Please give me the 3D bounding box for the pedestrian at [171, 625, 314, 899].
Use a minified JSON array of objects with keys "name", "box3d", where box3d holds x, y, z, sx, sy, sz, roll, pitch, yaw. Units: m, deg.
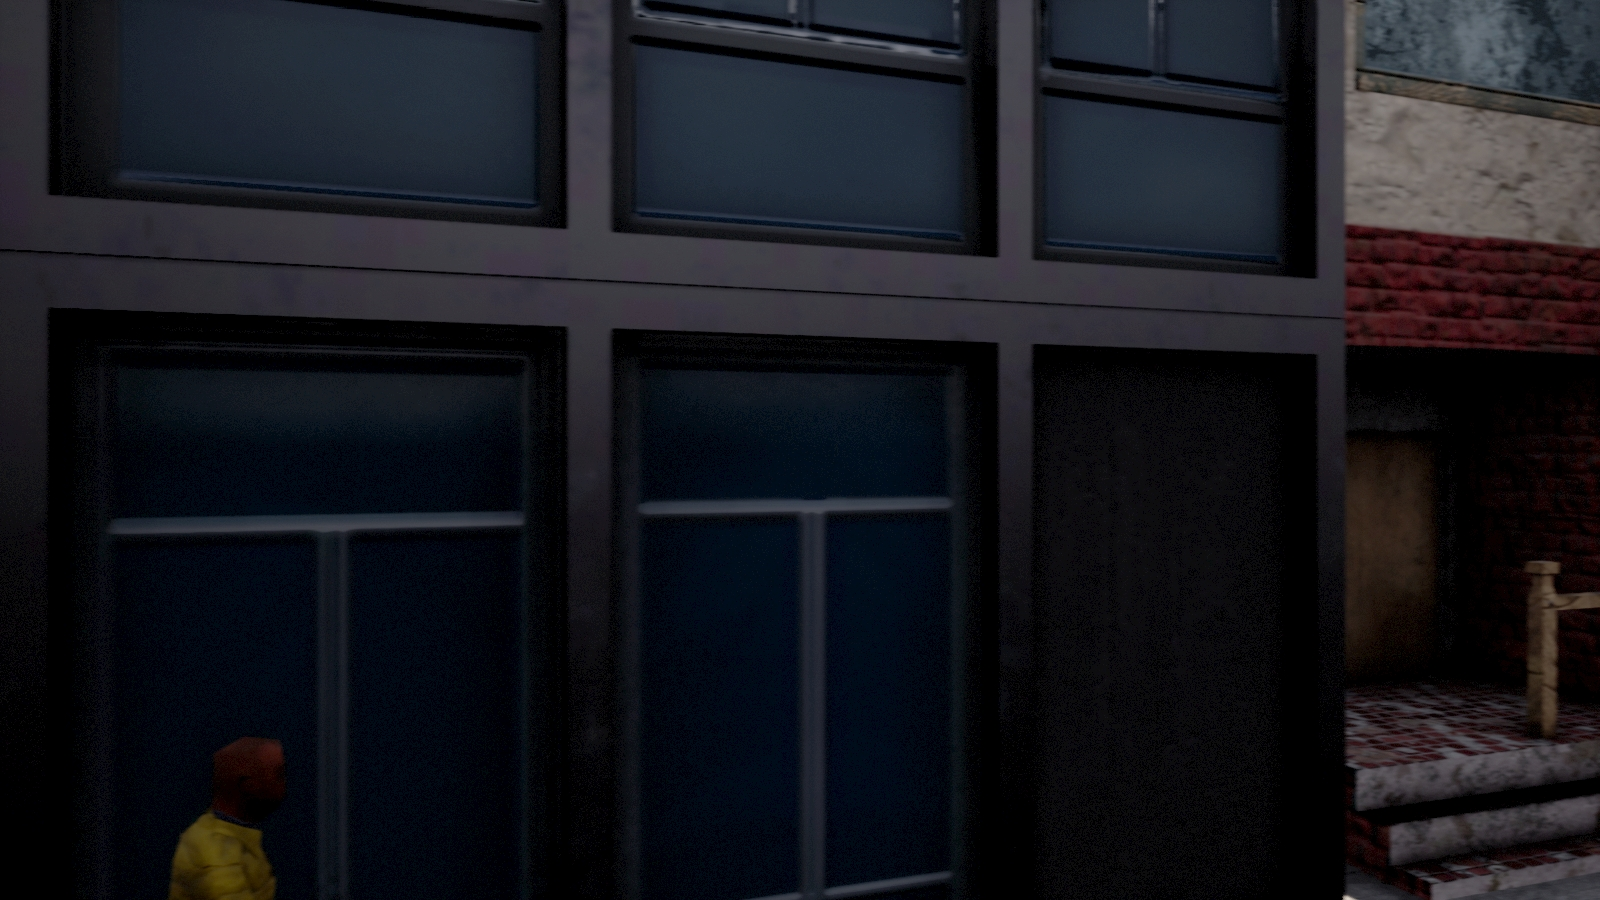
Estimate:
[{"name":"pedestrian","box3d":[-1.754,1.523,3.627,0.375,1.860,0.375,0,0,-21]}]
